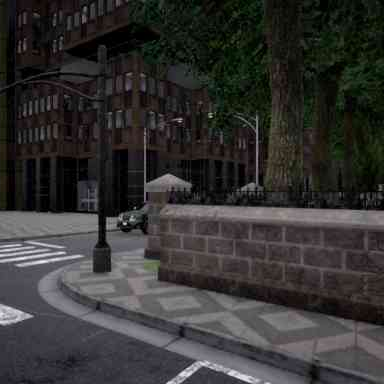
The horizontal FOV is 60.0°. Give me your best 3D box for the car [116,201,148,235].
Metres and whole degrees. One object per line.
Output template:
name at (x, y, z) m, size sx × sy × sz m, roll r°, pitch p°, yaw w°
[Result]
car at (-2.385, 1.584, 22.008) m, size 2.150 × 2.045 × 5.566 m, roll 0°, pitch -1°, yaw 35°
